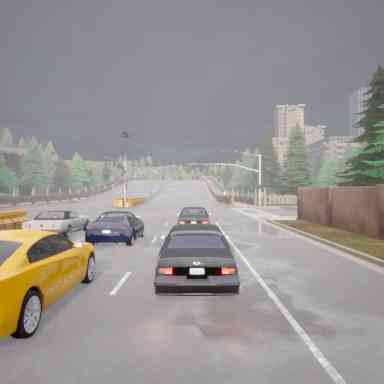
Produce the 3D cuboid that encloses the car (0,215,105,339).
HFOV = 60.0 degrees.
[{"bbox_3d":[-3.406,1.478,6.596,1.882,1.535,5.008,0,0,0],"label":"car"}]

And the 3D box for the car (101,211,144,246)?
[{"bbox_3d":[-3.419,1.564,15.353,1.994,1.385,4.181,0,0,0],"label":"car"}]

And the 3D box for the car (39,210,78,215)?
[{"bbox_3d":[-6.916,1.601,17.582,1.895,1.301,4.718,0,0,0],"label":"car"}]

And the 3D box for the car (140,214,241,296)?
[{"bbox_3d":[0.092,1.547,8.806,2.033,1.411,5.357,0,0,0],"label":"car"}]

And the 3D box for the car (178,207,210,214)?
[{"bbox_3d":[0.106,1.547,18.872,2.033,1.411,5.357,0,0,1],"label":"car"}]
